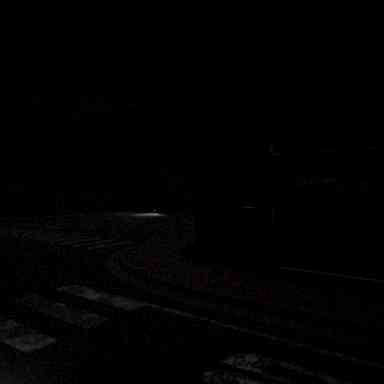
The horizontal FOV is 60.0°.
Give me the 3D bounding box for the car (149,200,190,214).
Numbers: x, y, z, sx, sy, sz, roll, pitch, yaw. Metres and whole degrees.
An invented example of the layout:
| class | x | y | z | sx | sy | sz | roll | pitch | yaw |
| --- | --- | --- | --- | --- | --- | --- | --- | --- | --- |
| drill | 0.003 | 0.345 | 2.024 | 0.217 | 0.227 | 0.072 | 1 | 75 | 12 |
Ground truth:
| class | x | y | z | sx | sy | sz | roll | pitch | yaw |
| --- | --- | --- | --- | --- | --- | --- | --- | --- | --- |
| car | -2.362 | 1.592 | 36.889 | 2.033 | 1.411 | 5.357 | 0 | 0 | 36 |
